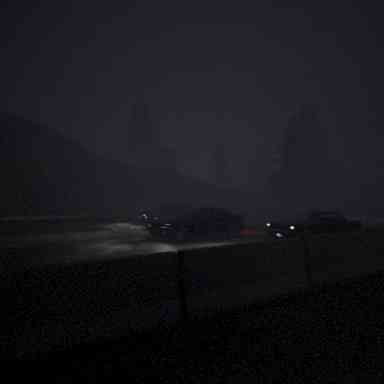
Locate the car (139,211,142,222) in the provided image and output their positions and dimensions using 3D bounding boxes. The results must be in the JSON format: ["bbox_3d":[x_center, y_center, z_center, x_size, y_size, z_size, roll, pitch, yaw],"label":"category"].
[{"bbox_3d":[-0.509,1.572,20.139,4.718,1.301,1.895,0,0,-31],"label":"car"}]

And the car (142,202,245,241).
[{"bbox_3d":[0.356,1.454,16.543,5.008,1.535,1.882,0,0,-31],"label":"car"}]

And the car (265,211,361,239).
[{"bbox_3d":[5.725,1.581,15.694,4.718,1.301,1.895,0,0,-30],"label":"car"}]

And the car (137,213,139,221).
[{"bbox_3d":[-1.463,1.470,23.619,4.892,1.490,1.837,0,0,-30],"label":"car"}]
